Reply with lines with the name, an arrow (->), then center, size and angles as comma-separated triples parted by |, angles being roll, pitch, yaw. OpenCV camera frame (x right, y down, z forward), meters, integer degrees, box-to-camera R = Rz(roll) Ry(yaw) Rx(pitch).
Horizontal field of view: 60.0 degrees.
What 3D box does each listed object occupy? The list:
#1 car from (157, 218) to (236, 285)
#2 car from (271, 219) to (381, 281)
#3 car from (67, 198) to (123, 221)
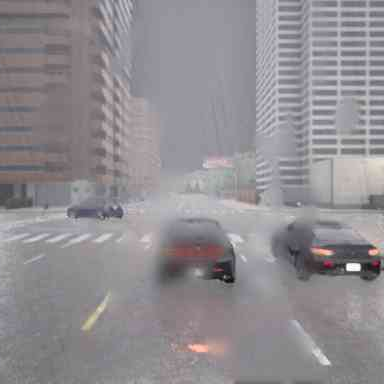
car -> 0.087, 1.489, 9.428 | 1.837, 1.490, 4.892 | 0, -1, -1
car -> 3.633, 1.512, 9.712 | 1.812, 1.442, 4.674 | 0, 0, 1
car -> -7.763, 1.286, 26.510 | 4.553, 1.767, 2.097 | 0, 0, 29
